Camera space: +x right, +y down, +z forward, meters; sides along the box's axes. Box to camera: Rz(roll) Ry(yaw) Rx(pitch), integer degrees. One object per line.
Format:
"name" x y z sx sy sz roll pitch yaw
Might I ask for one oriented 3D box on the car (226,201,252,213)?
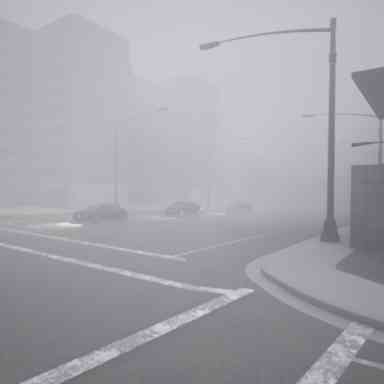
"car" 6.137 1.915 43.193 2.128 1.511 4.902 1 -1 36

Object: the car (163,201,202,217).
"car" -0.838 1.659 33.256 1.837 1.490 4.892 1 -1 35

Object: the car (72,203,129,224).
"car" -6.744 1.550 24.821 1.994 1.385 4.181 1 0 35
